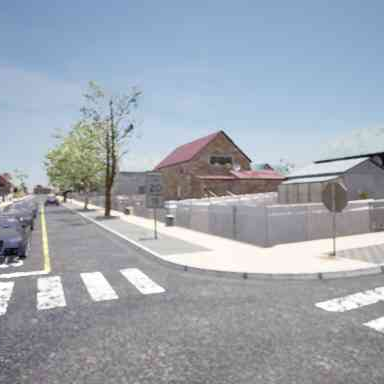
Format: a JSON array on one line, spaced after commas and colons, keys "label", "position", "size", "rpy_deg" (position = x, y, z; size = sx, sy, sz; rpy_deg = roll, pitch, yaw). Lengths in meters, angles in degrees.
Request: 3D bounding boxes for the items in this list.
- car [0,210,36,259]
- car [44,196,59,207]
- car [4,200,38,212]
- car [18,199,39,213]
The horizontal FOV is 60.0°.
[{"label": "car", "position": [-7.046, 1.590, 12.188], "size": [1.994, 1.385, 4.181], "rpy_deg": [-1, 0, -22]}, {"label": "car", "position": [-22.899, 1.400, 54.274], "size": [2.097, 1.767, 4.553], "rpy_deg": [-1, 0, -24]}, {"label": "car", "position": [-11.006, 1.531, 21.046], "size": [2.128, 1.511, 4.902], "rpy_deg": [-1, 0, -24]}, {"label": "car", "position": [-19.387, 1.609, 39.565], "size": [2.033, 1.411, 5.357], "rpy_deg": [-1, 0, -24]}]
